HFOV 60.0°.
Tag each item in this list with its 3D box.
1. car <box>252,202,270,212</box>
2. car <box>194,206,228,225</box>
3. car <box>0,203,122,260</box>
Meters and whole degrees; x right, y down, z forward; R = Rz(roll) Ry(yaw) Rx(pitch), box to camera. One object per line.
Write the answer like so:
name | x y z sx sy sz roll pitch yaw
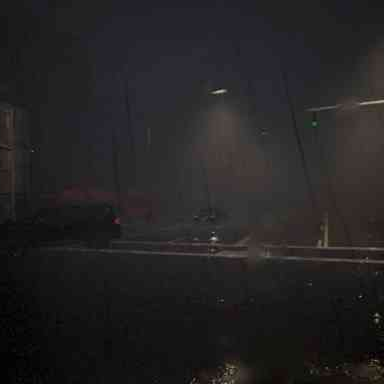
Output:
car | 10.165 2.164 48.795 1.994 1.385 4.181 -2 -1 22
car | 1.687 1.891 27.914 1.812 1.442 4.674 -2 -1 22
car | -5.856 1.586 14.522 5.566 2.045 2.150 -1 0 -33
